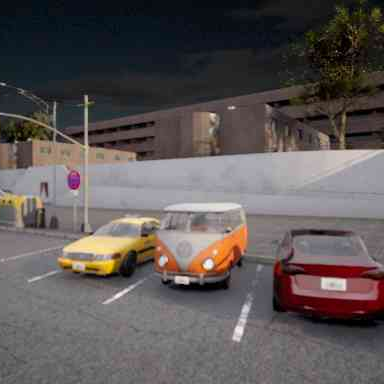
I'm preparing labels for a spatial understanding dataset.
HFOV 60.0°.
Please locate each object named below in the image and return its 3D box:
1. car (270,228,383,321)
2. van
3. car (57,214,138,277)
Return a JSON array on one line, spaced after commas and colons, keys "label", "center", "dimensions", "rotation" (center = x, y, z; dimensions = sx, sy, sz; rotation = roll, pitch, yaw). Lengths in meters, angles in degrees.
[{"label": "car", "center": [2.850, 1.531, 7.481], "dimensions": [2.163, 1.488, 4.792], "rotation": [0, -1, 15]}, {"label": "van", "center": [0.389, 1.288, 9.073], "dimensions": [1.878, 1.987, 4.442], "rotation": [0, -1, 15]}, {"label": "car", "center": [-2.058, 1.525, 10.735], "dimensions": [1.946, 1.575, 5.366], "rotation": [0, -1, 15]}]
